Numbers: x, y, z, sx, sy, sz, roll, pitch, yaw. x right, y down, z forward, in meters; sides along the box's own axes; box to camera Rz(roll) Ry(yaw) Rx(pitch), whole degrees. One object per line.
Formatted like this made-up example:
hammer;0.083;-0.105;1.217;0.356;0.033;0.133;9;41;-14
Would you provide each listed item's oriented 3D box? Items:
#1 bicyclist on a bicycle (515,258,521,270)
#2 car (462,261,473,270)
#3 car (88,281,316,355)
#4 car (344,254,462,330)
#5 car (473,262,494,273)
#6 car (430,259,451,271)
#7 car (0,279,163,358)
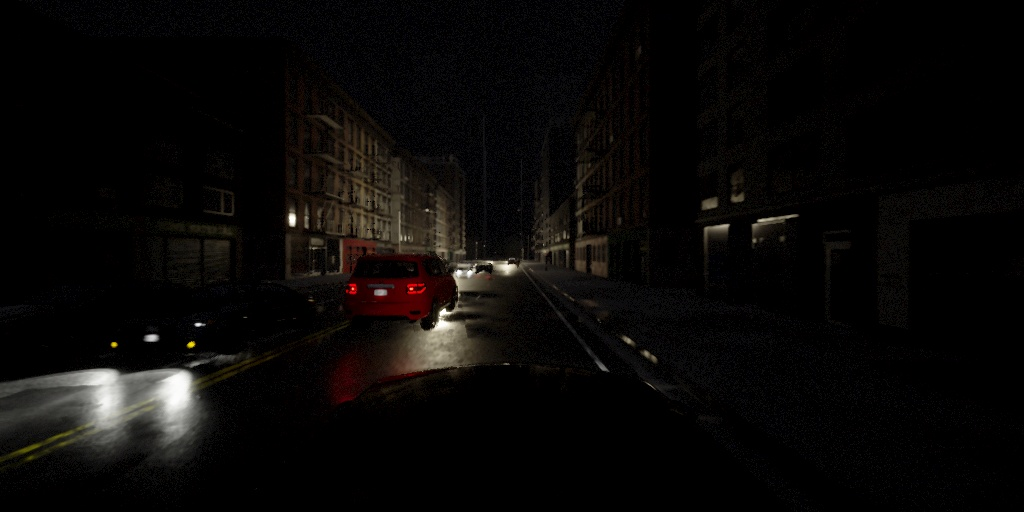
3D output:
bicyclist on a bicycle;0.892;1.122;50.099;0.659;1.776;1.843;0;0;0
car;-6.570;1.351;51.030;1.895;1.301;4.718;0;0;0
car;-6.599;1.313;8.555;1.994;1.385;4.181;0;0;0
car;-3.150;0.970;11.275;2.150;2.045;5.566;0;0;0
car;-3.152;1.350;42.127;1.895;1.301;4.718;0;0;0
car;-9.826;1.228;49.478;1.882;1.535;5.008;0;0;0
car;-9.850;1.296;8.747;2.033;1.411;5.357;0;0;0
